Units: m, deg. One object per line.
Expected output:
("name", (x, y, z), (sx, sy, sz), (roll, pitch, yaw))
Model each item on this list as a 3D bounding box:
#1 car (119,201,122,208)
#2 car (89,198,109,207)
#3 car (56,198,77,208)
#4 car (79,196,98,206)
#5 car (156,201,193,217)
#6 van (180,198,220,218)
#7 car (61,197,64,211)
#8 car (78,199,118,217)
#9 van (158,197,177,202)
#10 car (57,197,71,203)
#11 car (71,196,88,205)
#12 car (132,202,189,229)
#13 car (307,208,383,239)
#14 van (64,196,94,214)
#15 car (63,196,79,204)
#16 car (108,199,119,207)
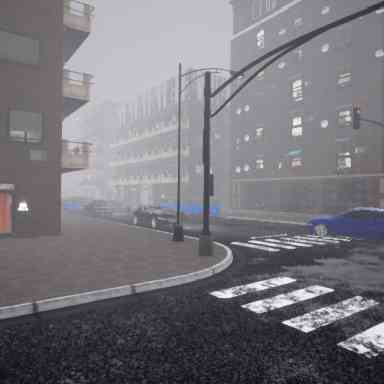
("car", (-11.846, 1.683, 49.114), (1.887, 1.381, 4.507), (1, -1, -35))
("car", (-15.030, 1.730, 53.713), (1.802, 1.307, 4.206), (1, -1, -35))
("car", (-18.912, 1.682, 49.982), (1.994, 1.385, 4.181), (1, -1, -35))
("car", (-18.214, 1.597, 58.313), (1.967, 1.590, 4.097), (1, -1, -35))
("car", (-2.250, 1.627, 25.736), (1.895, 1.301, 4.718), (1, -1, -35))
("van", (0.893, 1.439, 30.717), (1.690, 1.788, 3.998), (1, -1, -35))
("car", (-15.140, 1.581, 40.029), (2.008, 1.369, 4.403), (1, -1, -35))
("car", (-8.772, 1.592, 30.829), (1.802, 1.307, 4.206), (1, -1, -35))
("van", (-2.291, 1.450, 35.316), (1.690, 1.788, 3.998), (1, -1, -35))
("car", (-27.768, 1.727, 72.111), (1.887, 1.381, 4.507), (1, -1, -35))
("car", (-21.398, 1.606, 62.913), (1.967, 1.590, 4.097), (1, -1, -35))
("car", (-2.402, 1.540, 21.630), (2.008, 1.369, 4.403), (1, -1, -35))
("car", (8.196, 1.506, 16.166), (5.008, 1.535, 1.882), (0, 2, 35))
("van", (-11.954, 1.361, 35.431), (1.690, 1.788, 3.998), (1, -1, -35))
("car", (-24.582, 1.614, 67.512), (1.967, 1.590, 4.097), (1, -1, -35))
("car", (-10.270, 1.578, 37.342), (1.812, 1.442, 4.674), (1, -1, -35))
